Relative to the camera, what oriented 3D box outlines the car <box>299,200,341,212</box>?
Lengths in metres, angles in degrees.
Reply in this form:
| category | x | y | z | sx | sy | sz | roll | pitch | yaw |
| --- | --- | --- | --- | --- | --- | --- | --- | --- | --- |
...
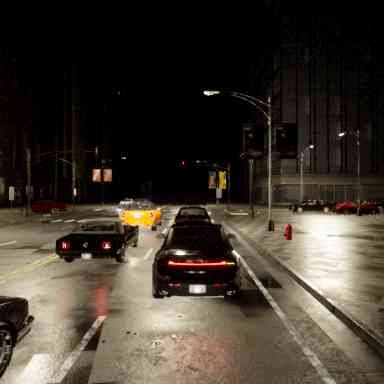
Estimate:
| category | x | y | z | sx | sy | sz | roll | pitch | yaw |
| --- | --- | --- | --- | --- | --- | --- | --- | --- | --- |
| car | 15.262 | 1.661 | 39.837 | 4.313 | 1.339 | 1.947 | 0 | 0 | -1 |

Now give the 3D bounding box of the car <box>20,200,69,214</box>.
| category | x | y | z | sx | sy | sz | roll | pitch | yaw |
| --- | --- | --- | --- | --- | --- | --- | --- | --- | --- |
| car | -16.225 | 1.656 | 36.618 | 5.008 | 1.535 | 1.882 | -1 | -1 | 0 |

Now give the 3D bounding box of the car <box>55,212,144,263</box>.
| category | x | y | z | sx | sy | sz | roll | pitch | yaw |
| --- | --- | --- | --- | --- | --- | --- | --- | --- | --- |
| car | -3.125 | 1.615 | 12.057 | 1.895 | 1.301 | 4.718 | 0 | 0 | 0 |

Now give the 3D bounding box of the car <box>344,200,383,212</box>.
| category | x | y | z | sx | sy | sz | roll | pitch | yaw |
| --- | --- | --- | --- | --- | --- | --- | --- | --- | --- |
| car | 20.902 | 1.642 | 39.914 | 4.313 | 1.339 | 1.947 | 0 | 0 | -1 |

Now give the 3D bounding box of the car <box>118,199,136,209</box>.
| category | x | y | z | sx | sy | sz | roll | pitch | yaw |
| --- | --- | --- | --- | --- | --- | --- | --- | --- | --- |
| car | -9.746 | 1.743 | 50.463 | 1.812 | 1.442 | 4.674 | 0 | 0 | 0 |

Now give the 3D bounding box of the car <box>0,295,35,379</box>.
| category | x | y | z | sx | sy | sz | roll | pitch | yaw |
| --- | --- | --- | --- | --- | --- | --- | --- | --- | --- |
| car | -3.152 | 1.548 | 2.269 | 2.033 | 1.411 | 5.357 | 0 | 0 | 0 |

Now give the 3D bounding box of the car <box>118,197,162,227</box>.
| category | x | y | z | sx | sy | sz | roll | pitch | yaw |
| --- | --- | --- | --- | --- | --- | --- | --- | --- | --- |
| car | -3.109 | 1.395 | 21.050 | 2.097 | 1.767 | 4.553 | 0 | 0 | 0 |

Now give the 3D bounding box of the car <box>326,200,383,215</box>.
| category | x | y | z | sx | sy | sz | roll | pitch | yaw |
| --- | --- | --- | --- | --- | --- | --- | --- | --- | --- |
| car | 15.376 | 1.576 | 31.313 | 4.206 | 1.307 | 1.802 | 0 | 0 | -1 |

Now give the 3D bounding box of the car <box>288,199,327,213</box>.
| category | x | y | z | sx | sy | sz | roll | pitch | yaw |
| --- | --- | --- | --- | --- | --- | --- | --- | --- | --- |
| car | 13.200 | 1.574 | 37.056 | 4.892 | 1.490 | 1.837 | 0 | -1 | -1 |

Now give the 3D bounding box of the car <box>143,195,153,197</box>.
| category | x | y | z | sx | sy | sz | roll | pitch | yaw |
| --- | --- | --- | --- | --- | --- | --- | --- | --- | --- |
| car | -9.612 | 1.600 | 71.825 | 2.150 | 2.045 | 5.566 | 0 | 0 | 0 |

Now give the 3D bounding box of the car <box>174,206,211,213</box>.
| category | x | y | z | sx | sy | sz | roll | pitch | yaw |
| --- | --- | --- | --- | --- | --- | --- | --- | --- | --- |
| car | 0.035 | 1.509 | 17.937 | 1.882 | 1.535 | 5.008 | 0 | 0 | 0 |

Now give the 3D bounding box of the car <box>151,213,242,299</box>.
| category | x | y | z | sx | sy | sz | roll | pitch | yaw |
| --- | --- | --- | --- | --- | --- | --- | --- | --- | --- |
| car | 0.114 | 1.511 | 8.446 | 1.837 | 1.490 | 4.892 | 0 | 0 | 0 |
